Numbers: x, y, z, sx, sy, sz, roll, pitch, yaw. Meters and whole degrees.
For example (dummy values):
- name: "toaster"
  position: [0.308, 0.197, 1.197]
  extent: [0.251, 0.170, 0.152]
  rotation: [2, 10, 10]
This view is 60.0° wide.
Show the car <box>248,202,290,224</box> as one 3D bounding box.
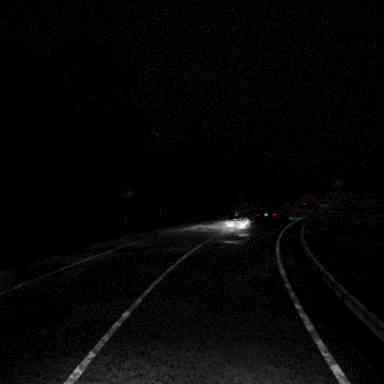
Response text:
- name: "car"
  position: [6.112, 1.600, 25.035]
  extent: [2.033, 1.411, 5.357]
  rotation: [-2, -1, 24]

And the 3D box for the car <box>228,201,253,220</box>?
- name: "car"
  position: [4.823, 1.628, 30.311]
  extent: [2.128, 1.511, 4.902]
  rotation: [-2, 0, 26]

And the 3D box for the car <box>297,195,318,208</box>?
- name: "car"
  position: [14.205, 1.132, 40.712]
  extent: [1.882, 1.535, 5.008]
  rotation: [-3, 0, 28]
